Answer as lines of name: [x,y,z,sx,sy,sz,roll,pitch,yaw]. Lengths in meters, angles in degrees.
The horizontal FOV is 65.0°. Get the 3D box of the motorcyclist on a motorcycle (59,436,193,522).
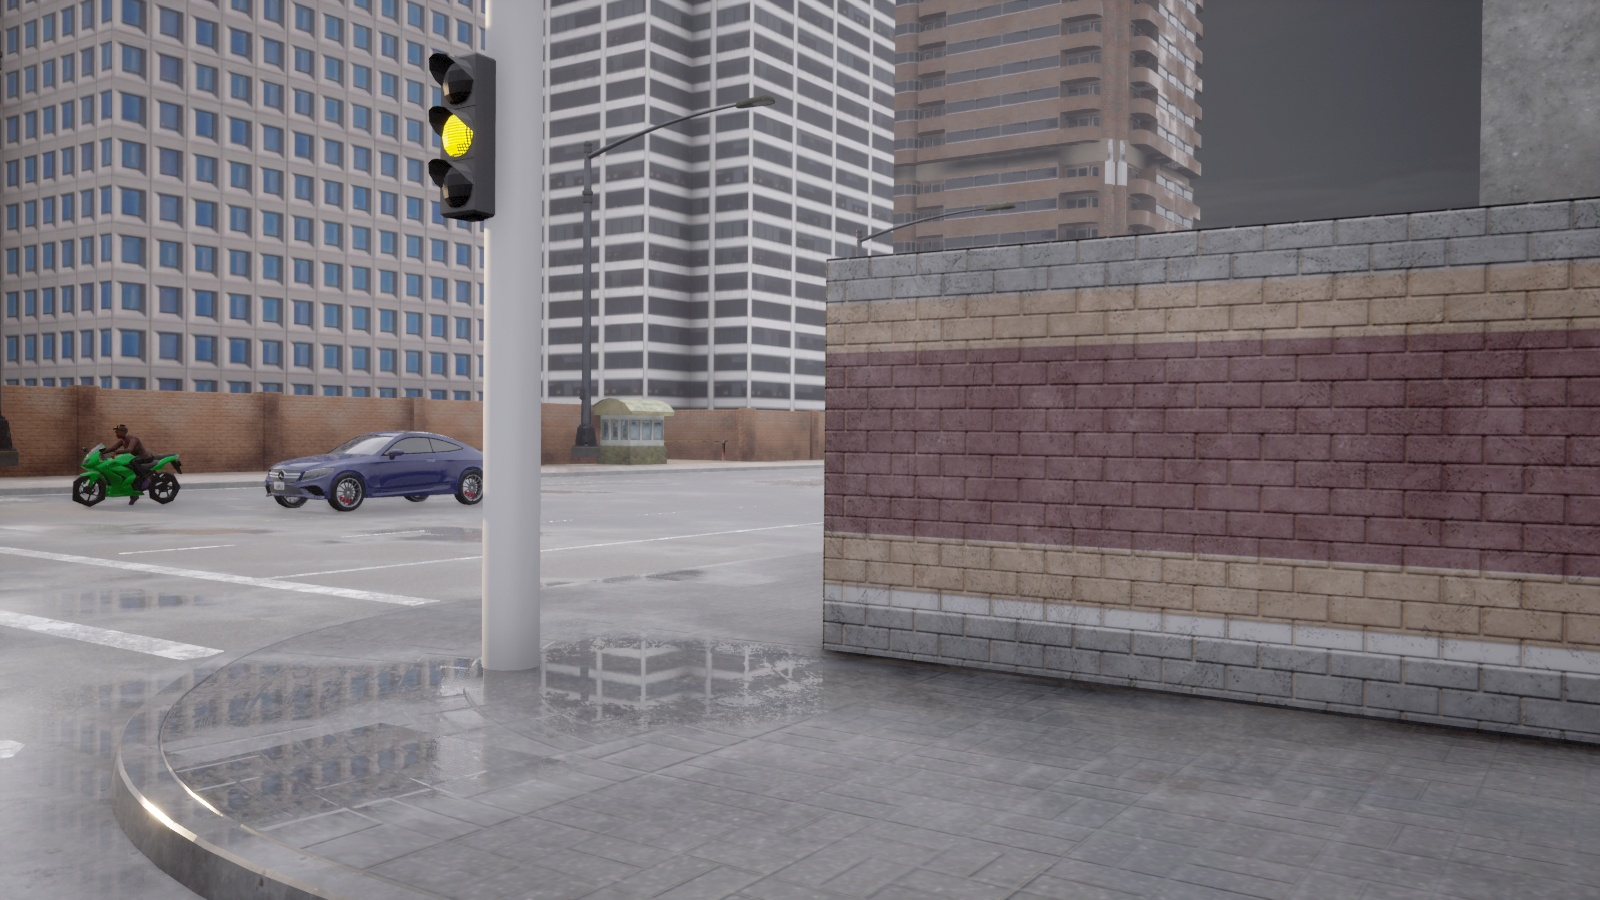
motorcyclist on a motorcycle: [-12.533,0.507,23.413,0.797,1.523,2.044,0,1,34]

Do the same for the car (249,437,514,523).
car: [-7.867,0.500,24.070,1.812,1.442,4.674,0,1,34]
